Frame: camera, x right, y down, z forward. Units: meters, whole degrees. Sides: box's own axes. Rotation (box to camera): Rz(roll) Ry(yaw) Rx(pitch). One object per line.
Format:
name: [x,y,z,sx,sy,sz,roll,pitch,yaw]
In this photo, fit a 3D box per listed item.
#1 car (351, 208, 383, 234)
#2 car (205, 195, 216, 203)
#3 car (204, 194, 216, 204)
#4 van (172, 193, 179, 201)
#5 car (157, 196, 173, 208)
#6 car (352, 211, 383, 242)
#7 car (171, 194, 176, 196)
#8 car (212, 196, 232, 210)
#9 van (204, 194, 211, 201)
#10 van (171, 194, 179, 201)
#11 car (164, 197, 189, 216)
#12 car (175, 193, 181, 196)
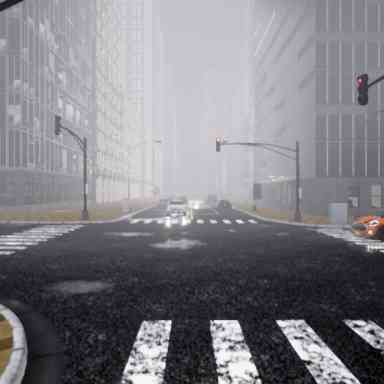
car: [12.945,1.798,20.519,5.357,1.411,2.033,1,0,-3]
car: [3.772,1.409,69.448,1.967,1.590,4.097,0,0,0]
car: [3.795,1.292,63.919,2.192,1.841,5.009,0,0,0]
van: [-4.175,1.287,85.998,1.690,1.788,3.998,0,0,0]
car: [-4.018,1.577,47.305,1.802,1.307,4.206,0,0,0]
car: [10.752,1.565,17.164,4.553,1.767,2.097,1,0,-3]
car: [-4.085,1.543,63.888,1.947,1.339,4.313,0,0,0]
car: [3.934,1.565,41.811,1.947,1.339,4.313,0,0,0]
van: [3.727,1.295,80.503,1.690,1.788,3.998,0,0,0]
van: [-4.153,1.295,80.471,1.690,1.788,3.998,0,0,0]
car: [-1.491,1.532,33.049,1.812,1.442,4.674,0,0,0]
car: [-1.576,1.486,56.492,1.837,1.490,4.892,0,2,0]
